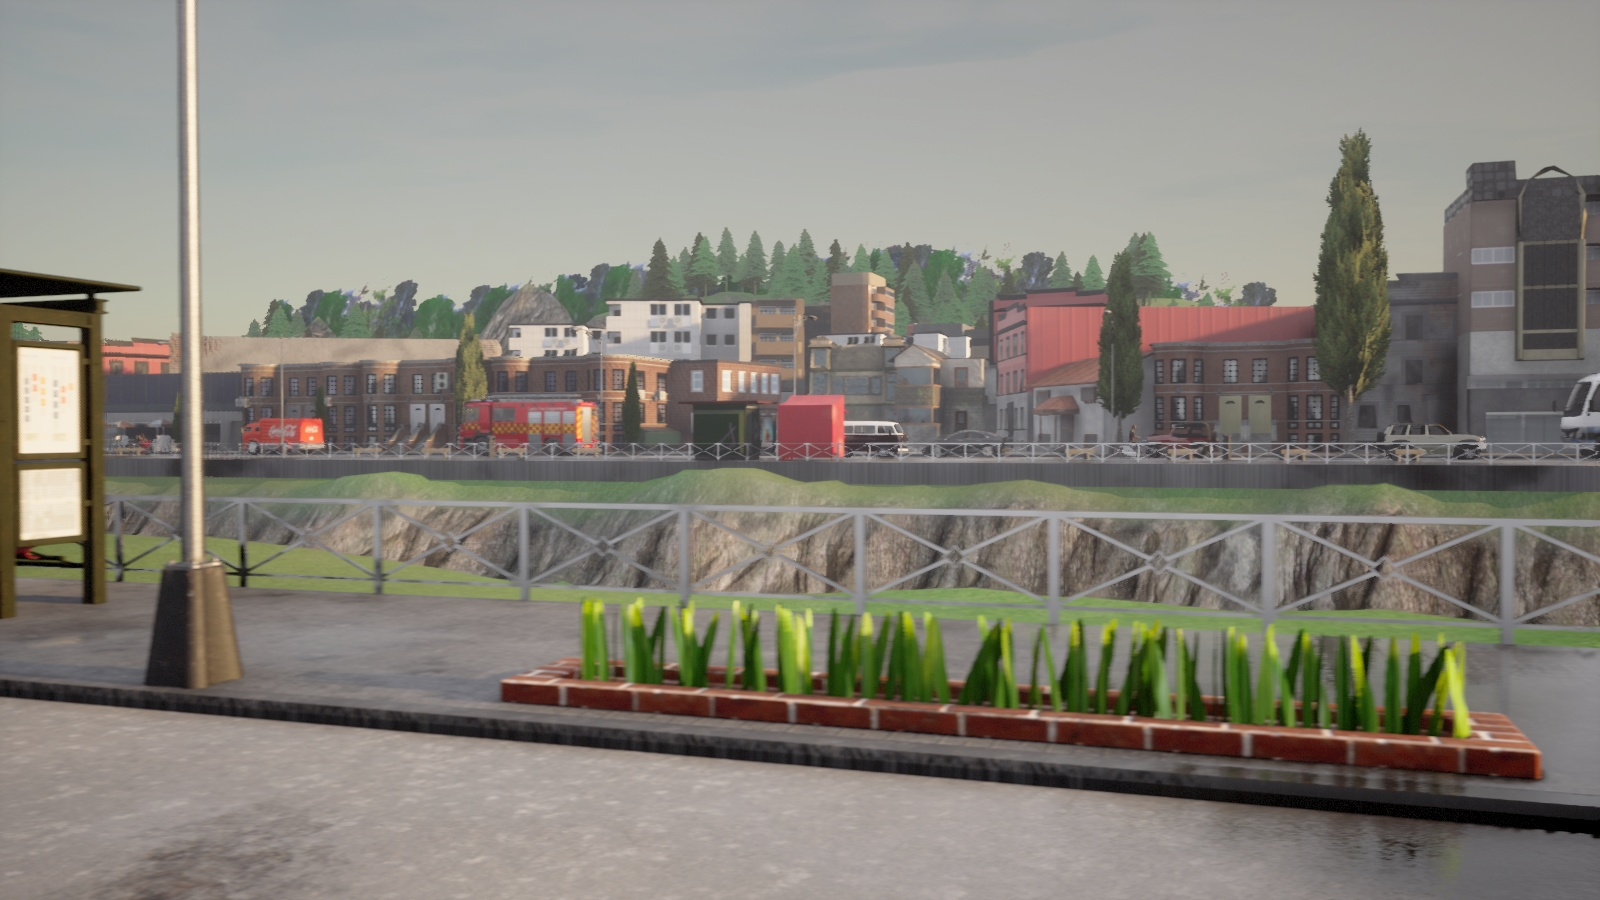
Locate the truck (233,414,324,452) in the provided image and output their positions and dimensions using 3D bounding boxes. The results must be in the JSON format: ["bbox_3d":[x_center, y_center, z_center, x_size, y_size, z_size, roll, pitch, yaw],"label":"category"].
[{"bbox_3d":[-35.210,-1.152,84.865,5.204,2.467,2.627,1,1,19],"label":"truck"}]

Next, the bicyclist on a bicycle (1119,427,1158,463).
[{"bbox_3d":[16.995,-0.250,63.105,1.843,1.776,0.659,0,1,19],"label":"bicyclist on a bicycle"}]

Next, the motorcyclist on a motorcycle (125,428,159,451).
[{"bbox_3d":[-43.794,-0.694,83.536,2.044,1.523,0.797,1,1,19],"label":"motorcyclist on a motorcycle"}]

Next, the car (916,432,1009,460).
[{"bbox_3d":[9.046,-0.255,69.997,4.892,1.490,1.837,1,1,19],"label":"car"}]

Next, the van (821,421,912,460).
[{"bbox_3d":[3.585,-0.519,67.611,4.480,2.038,2.069,1,1,19],"label":"van"}]

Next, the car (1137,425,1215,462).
[{"bbox_3d":[19.865,-0.366,66.357,3.866,1.878,1.905,1,1,19],"label":"car"}]

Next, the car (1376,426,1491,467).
[{"bbox_3d":[29.616,-0.188,58.862,4.605,1.855,1.932,1,1,19],"label":"car"}]

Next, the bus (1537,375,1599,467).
[{"bbox_3d":[41.073,-1.344,59.205,10.273,4.253,3.944,1,1,18],"label":"bus"}]

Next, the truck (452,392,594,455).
[{"bbox_3d":[-17.388,-1.667,78.866,8.468,3.827,2.891,1,1,19],"label":"truck"}]
